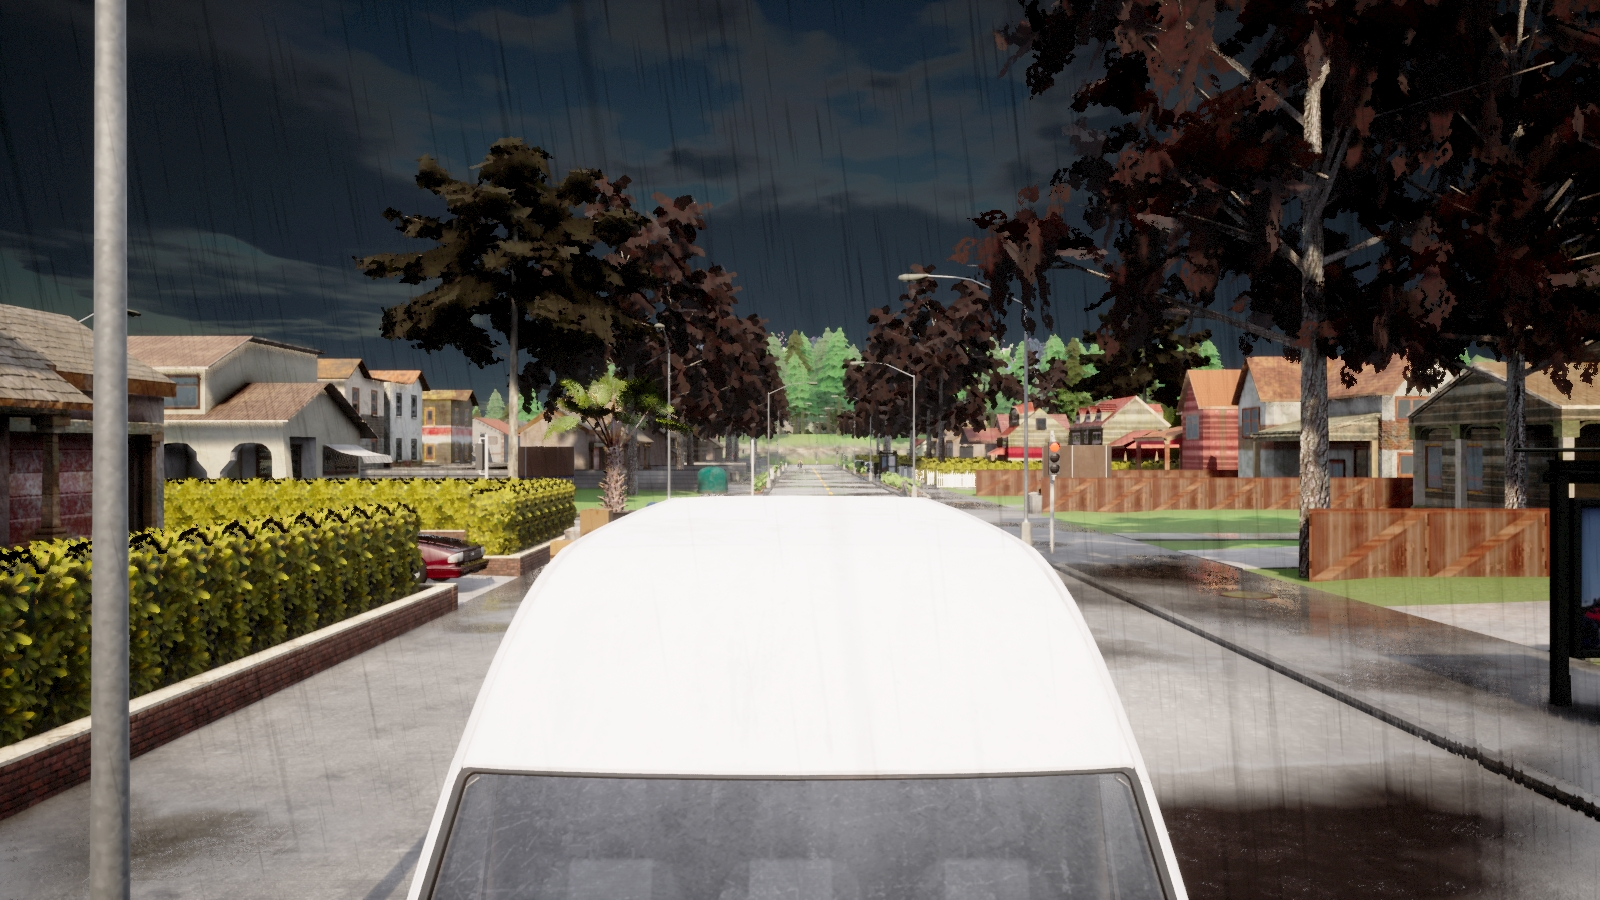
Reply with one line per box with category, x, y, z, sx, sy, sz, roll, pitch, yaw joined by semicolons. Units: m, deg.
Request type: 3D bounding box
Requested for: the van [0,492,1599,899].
van;0.002;1.537;4.030;1.988;2.561;5.915;0;0;0
